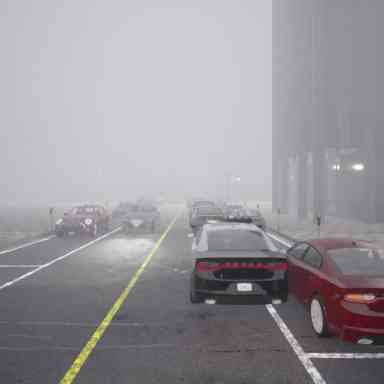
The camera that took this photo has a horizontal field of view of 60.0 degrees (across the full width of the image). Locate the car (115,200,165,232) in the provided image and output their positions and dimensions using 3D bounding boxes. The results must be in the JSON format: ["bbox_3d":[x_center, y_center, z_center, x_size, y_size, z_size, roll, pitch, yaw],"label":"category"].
[{"bbox_3d":[-2.939,1.487,20.112,2.128,1.511,4.902,0,0,0],"label":"car"}]

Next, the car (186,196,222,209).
[{"bbox_3d":[0.821,1.346,24.161,2.097,1.767,4.553,0,0,0],"label":"car"}]

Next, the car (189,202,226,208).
[{"bbox_3d":[0.891,1.502,18.190,1.837,1.490,4.892,0,0,0],"label":"car"}]

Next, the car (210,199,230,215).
[{"bbox_3d":[2.866,1.512,34.822,1.752,1.417,4.829,0,0,0],"label":"car"}]

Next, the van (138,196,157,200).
[{"bbox_3d":[-5.643,1.323,40.318,1.690,1.788,3.998,0,0,0],"label":"van"}]

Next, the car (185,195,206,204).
[{"bbox_3d":[0.762,1.447,64.739,1.882,1.535,5.008,0,0,32],"label":"car"}]

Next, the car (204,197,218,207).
[{"bbox_3d":[2.918,1.522,51.575,2.008,1.369,4.403,0,0,0],"label":"car"}]

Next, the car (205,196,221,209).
[{"bbox_3d":[2.900,1.417,45.934,1.967,1.590,4.097,0,0,0],"label":"car"}]

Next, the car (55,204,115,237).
[{"bbox_3d":[-5.713,1.437,17.754,1.967,1.590,4.097,0,0,0],"label":"car"}]

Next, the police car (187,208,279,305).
[{"bbox_3d":[0.911,1.426,8.300,1.930,1.638,5.238,0,0,0],"label":"police car"}]

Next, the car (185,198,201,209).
[{"bbox_3d":[0.169,1.525,45.849,2.033,1.411,5.357,0,0,1],"label":"car"}]

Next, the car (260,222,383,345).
[{"bbox_3d":[2.778,1.544,6.449,1.887,1.381,4.507,0,0,0],"label":"car"}]

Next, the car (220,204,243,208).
[{"bbox_3d":[2.813,1.548,17.730,2.008,1.369,4.403,0,0,0],"label":"car"}]

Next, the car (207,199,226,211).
[{"bbox_3d":[2.883,1.533,40.293,2.008,1.369,4.403,0,0,0],"label":"car"}]

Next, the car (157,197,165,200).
[{"bbox_3d":[-5.590,1.516,57.241,2.008,1.369,4.403,0,0,0],"label":"car"}]
